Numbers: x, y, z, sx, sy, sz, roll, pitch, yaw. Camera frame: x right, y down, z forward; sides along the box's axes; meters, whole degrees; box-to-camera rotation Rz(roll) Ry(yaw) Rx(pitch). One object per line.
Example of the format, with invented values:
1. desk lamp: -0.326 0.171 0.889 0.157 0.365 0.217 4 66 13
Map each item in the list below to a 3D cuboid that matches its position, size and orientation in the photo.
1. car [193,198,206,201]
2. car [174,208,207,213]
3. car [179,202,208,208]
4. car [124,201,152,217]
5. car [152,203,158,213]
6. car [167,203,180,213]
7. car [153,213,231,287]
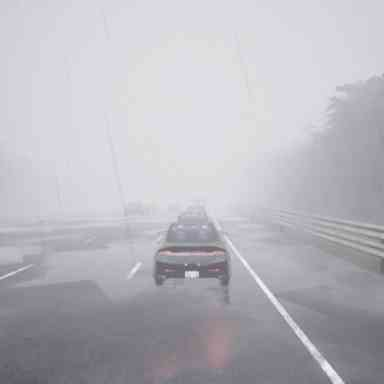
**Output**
1. car: 1.060 1.849 46.703 2.150 2.045 5.566 0 -1 2
2. car: 0.082 1.798 19.042 1.895 1.301 4.718 0 -1 1
3. car: 0.301 1.859 28.431 2.033 1.411 5.357 0 -1 2
4. car: -6.267 1.844 37.965 2.097 1.767 4.553 0 -1 2
5. car: -5.937 2.252 47.059 1.895 1.301 4.718 0 -1 2
6. car: -2.438 2.191 47.062 2.033 1.411 5.357 0 -1 2
7. car: 0.007 1.598 9.659 2.128 1.511 4.902 0 0 0
